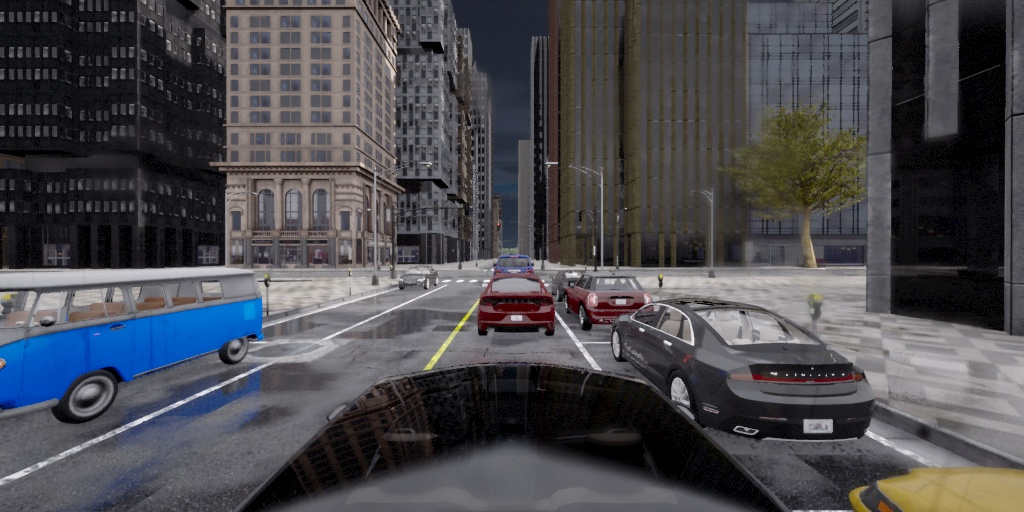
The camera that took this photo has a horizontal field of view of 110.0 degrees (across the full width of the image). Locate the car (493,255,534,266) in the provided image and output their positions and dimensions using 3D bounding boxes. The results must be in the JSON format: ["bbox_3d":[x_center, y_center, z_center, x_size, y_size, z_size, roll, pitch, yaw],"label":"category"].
[{"bbox_3d":[0.102,0.967,20.331,2.150,2.045,5.566,0,0,0],"label":"car"}]

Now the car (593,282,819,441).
[{"bbox_3d":[2.769,1.300,5.421,2.007,1.370,4.403,0,0,0],"label":"car"}]

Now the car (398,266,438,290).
[{"bbox_3d":[-5.734,1.296,22.354,2.007,1.370,4.403,0,0,0],"label":"car"}]

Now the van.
[{"bbox_3d":[-5.756,1.090,5.431,1.690,1.789,3.998,0,0,0],"label":"van"}]

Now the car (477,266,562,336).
[{"bbox_3d":[0.105,1.226,10.447,1.882,1.535,5.008,0,0,0],"label":"car"}]

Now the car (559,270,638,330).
[{"bbox_3d":[2.777,1.188,11.062,1.967,1.591,4.097,0,0,0],"label":"car"}]
